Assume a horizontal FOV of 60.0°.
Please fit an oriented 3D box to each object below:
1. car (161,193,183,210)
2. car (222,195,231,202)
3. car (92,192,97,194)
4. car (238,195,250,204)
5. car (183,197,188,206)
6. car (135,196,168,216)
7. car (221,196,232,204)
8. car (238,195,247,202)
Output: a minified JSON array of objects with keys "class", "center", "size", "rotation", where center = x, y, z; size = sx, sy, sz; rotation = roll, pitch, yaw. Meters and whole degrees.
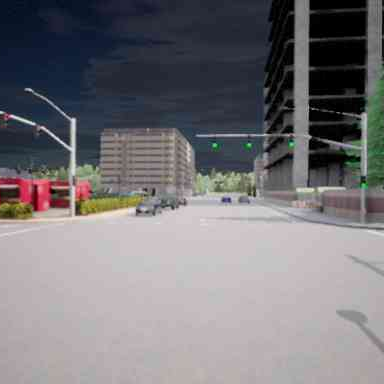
[{"class":"car","center":[-2.931,1.121,41.350],"size":[2.150,2.045,5.566],"rotation":[0,0,6]},{"class":"car","center":[7.617,1.468,73.712],"size":[1.994,1.385,4.181],"rotation":[0,0,6]},{"class":"car","center":[-21.700,0.917,70.122],"size":[4.605,1.855,1.932],"rotation":[0,0,6]},{"class":"car","center":[10.061,1.500,63.353],"size":[2.033,1.411,5.357],"rotation":[0,0,6]},{"class":"car","center":[-1.854,1.453,51.350],"size":[1.994,1.385,4.181],"rotation":[0,0,6]},{"class":"car","center":[-3.977,1.402,31.504],"size":[2.128,1.511,4.902],"rotation":[0,0,6]},{"class":"car","center":[6.543,1.404,63.375],"size":[1.882,1.535,5.008],"rotation":[0,0,6]},{"class":"car","center":[11.134,1.465,73.688],"size":[1.812,1.442,4.674],"rotation":[0,0,6]}]
